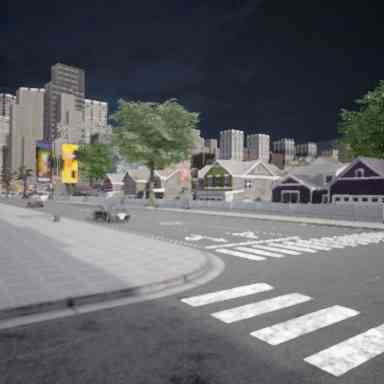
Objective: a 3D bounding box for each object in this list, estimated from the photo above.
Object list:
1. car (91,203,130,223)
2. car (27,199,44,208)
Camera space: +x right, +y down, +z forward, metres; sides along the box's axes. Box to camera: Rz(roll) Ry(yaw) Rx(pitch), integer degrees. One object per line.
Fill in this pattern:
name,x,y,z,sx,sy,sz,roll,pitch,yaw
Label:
car,-6.738,1.679,27.406,2.128,1.511,4.902,1,-1,-35
car,-25.308,1.836,53.692,2.033,1.411,5.357,1,-1,-35
